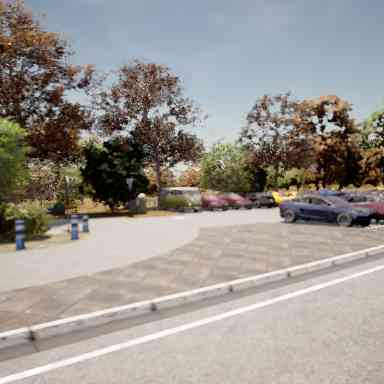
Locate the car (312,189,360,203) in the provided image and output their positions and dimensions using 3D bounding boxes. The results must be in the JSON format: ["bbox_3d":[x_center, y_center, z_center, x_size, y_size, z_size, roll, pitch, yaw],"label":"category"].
[{"bbox_3d":[17.240,0.484,40.035,2.097,1.535,5.008,-2,1,-35],"label":"car"}]

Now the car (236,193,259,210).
[{"bbox_3d":[3.524,0.853,30.452,2.002,1.452,4.674,-1,0,-35],"label":"car"}]

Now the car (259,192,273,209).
[{"bbox_3d":[5.895,0.811,32.142,2.163,1.488,4.792,-1,0,-35],"label":"car"}]

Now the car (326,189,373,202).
[{"bbox_3d":[19.631,0.391,41.706,2.231,1.521,4.892,-2,1,-35],"label":"car"}]

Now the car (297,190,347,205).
[{"bbox_3d":[14.955,0.564,38.437,2.097,1.535,5.008,-2,1,-35],"label":"car"}]

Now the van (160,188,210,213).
[{"bbox_3d":[-0.877,0.634,27.216,1.878,1.987,4.442,-1,1,-35],"label":"van"}]

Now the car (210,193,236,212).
[{"bbox_3d":[1.242,0.876,28.856,2.002,1.452,4.674,-1,0,-35],"label":"car"}]

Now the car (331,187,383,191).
[{"bbox_3d":[11.162,0.694,19.867,2.185,1.767,4.553,-1,0,-35],"label":"car"}]

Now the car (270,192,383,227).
[{"bbox_3d":[6.634,0.896,16.626,2.163,1.488,4.792,-1,0,-35],"label":"car"}]

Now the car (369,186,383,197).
[{"bbox_3d":[28.651,-0.049,48.029,2.097,1.535,5.008,-3,2,-35],"label":"car"}]

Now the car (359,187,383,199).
[{"bbox_3d":[26.477,0.073,46.275,1.946,1.575,5.366,-3,2,-35],"label":"car"}]
